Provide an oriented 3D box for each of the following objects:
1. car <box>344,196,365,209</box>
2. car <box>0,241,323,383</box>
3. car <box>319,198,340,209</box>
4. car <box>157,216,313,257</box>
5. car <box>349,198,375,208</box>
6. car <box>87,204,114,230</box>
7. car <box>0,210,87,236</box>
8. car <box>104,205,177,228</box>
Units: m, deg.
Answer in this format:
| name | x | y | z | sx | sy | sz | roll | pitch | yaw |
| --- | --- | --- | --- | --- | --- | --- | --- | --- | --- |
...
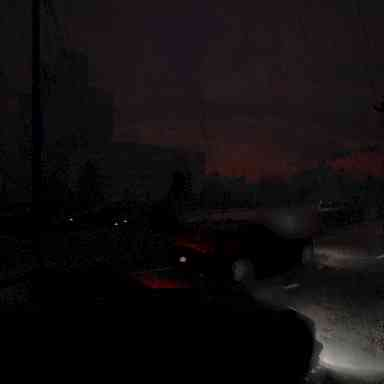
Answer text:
| name | x | y | z | sx | sy | sz | roll | pitch | yaw |
| --- | --- | --- | --- | --- | --- | --- | --- | --- | --- |
| car | 25.358 | 1.571 | 51.510 | 2.150 | 2.045 | 5.566 | 0 | 0 | 41 |
| car | -1.026 | 1.557 | 3.139 | 5.357 | 1.411 | 2.033 | 0 | 0 | -37 |
| car | 21.831 | 1.705 | 52.780 | 2.097 | 1.767 | 4.553 | 0 | 0 | 41 |
| car | 1.666 | 1.526 | 9.815 | 5.008 | 1.535 | 1.882 | 0 | 0 | -40 |
| car | 21.986 | 1.850 | 42.266 | 1.994 | 1.385 | 4.181 | 0 | 0 | 41 |
| car | -5.893 | 1.598 | 21.987 | 4.892 | 1.490 | 1.837 | 1 | 0 | -42 |
| car | -6.722 | 1.539 | 12.300 | 4.892 | 1.490 | 1.837 | 0 | 0 | -37 |
| car | -2.795 | 1.656 | 20.101 | 4.181 | 1.385 | 1.994 | 0 | 0 | -42 |
